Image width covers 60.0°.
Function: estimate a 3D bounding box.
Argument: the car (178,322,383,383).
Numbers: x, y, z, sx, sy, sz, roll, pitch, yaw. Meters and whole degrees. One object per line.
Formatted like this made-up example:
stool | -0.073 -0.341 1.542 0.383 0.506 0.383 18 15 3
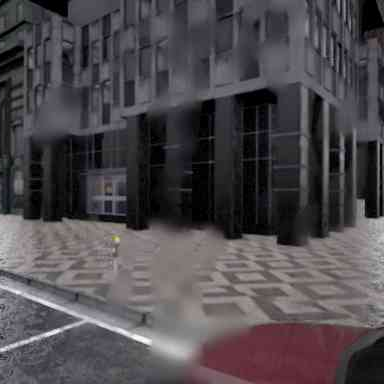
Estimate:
car | 1.967 1.541 1.965 4.674 1.442 1.812 0 0 37
